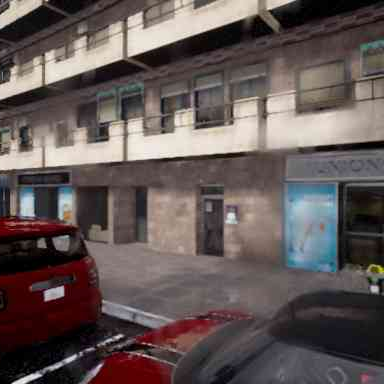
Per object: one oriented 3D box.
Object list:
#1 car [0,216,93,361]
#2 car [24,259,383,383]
[{"bbox_3d":[-3.627,1.332,5.459,5.009,1.841,2.192,0,0,36],"label":"car"},{"bbox_3d":[0.957,1.441,2.190,4.097,1.590,1.967,0,0,36],"label":"car"}]
